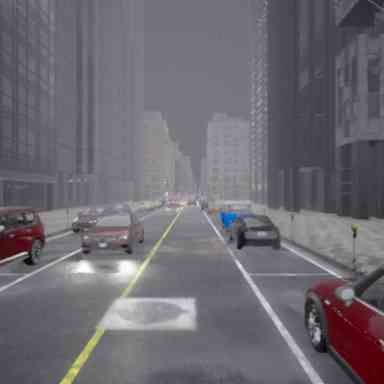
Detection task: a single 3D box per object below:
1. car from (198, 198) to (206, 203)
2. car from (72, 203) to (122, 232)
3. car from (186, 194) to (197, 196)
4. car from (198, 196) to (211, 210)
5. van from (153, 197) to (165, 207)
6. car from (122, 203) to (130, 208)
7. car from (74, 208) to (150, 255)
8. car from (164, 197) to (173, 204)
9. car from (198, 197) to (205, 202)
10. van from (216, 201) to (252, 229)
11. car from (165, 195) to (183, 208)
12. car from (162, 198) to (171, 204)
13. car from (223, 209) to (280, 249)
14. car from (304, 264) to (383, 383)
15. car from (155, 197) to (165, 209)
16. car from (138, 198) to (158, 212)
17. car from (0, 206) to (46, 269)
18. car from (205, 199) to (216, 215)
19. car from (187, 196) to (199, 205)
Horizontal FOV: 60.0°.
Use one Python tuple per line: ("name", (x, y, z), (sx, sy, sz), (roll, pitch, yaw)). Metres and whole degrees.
("car", (2.654, 2.210, 88.115), (1.802, 1.307, 4.206), (0, 0, 0))
("car", (-5.862, 1.569, 20.462), (1.967, 1.590, 4.097), (0, 0, 0))
("car", (-0.013, 2.019, 88.513), (2.033, 1.411, 5.357), (0, 0, 0))
("car", (2.380, 1.702, 48.077), (2.097, 1.767, 4.553), (0, 0, 0))
("van", (-5.869, 1.783, 59.941), (1.690, 1.788, 3.998), (0, 0, 0))
("car", (-5.863, 1.610, 26.100), (1.967, 1.590, 4.097), (0, 0, 0))
("car", (-3.104, 1.611, 13.919), (1.812, 1.442, 4.674), (0, 0, 0))
("car", (-5.871, 2.033, 82.500), (1.967, 1.590, 4.097), (0, 0, 0))
("car", (2.653, 2.207, 93.755), (1.887, 1.381, 4.507), (0, 0, 0))
("van", (2.663, 1.470, 20.449), (1.690, 1.788, 3.998), (0, 0, 0))
("car", (-3.078, 1.759, 55.248), (2.097, 1.767, 4.553), (0, -1, 0))
("car", (-5.870, 2.140, 76.858), (1.802, 1.307, 4.206), (0, 0, 0))
("car", (2.665, 1.657, 14.809), (1.947, 1.339, 4.313), (0, 0, 0))
("car", (2.667, 1.462, 3.531), (1.967, 1.590, 4.097), (0, 0, 0))
("car", (-5.868, 1.923, 54.128), (1.752, 1.417, 4.829), (0, 0, 0))
("car", (-5.873, 1.830, 42.816), (1.752, 1.417, 4.829), (0, -1, 1))
("car", (-5.859, 1.371, 9.184), (2.192, 1.841, 5.009), (0, 0, 0))
("car", (2.661, 1.787, 37.571), (1.752, 1.417, 4.829), (0, -1, 1))
("car", (0.009, 2.118, 69.196), (1.895, 1.301, 4.718), (0, 0, 0))
